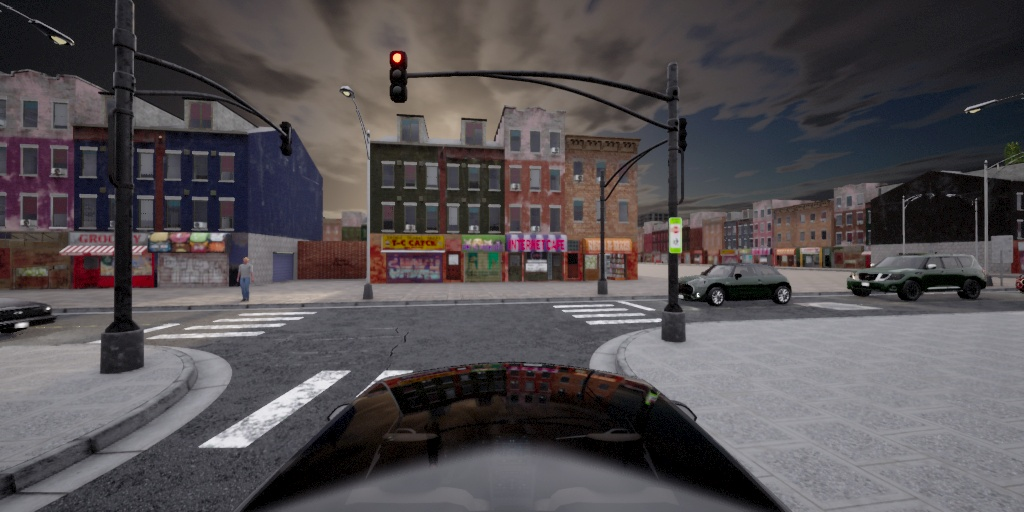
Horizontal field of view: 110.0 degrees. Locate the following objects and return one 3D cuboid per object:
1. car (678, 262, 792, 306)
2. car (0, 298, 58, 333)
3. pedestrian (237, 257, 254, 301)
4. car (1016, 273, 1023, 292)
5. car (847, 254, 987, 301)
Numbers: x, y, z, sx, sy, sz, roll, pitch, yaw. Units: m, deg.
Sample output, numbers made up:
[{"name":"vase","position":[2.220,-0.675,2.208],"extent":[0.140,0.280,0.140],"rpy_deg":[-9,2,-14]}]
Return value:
[{"name":"car","position":[9.177,1.083,15.178],"extent":[4.553,1.767,2.097],"rpy_deg":[0,0,-10]},{"name":"car","position":[-14.748,1.331,8.472],"extent":[5.357,1.411,2.033],"rpy_deg":[0,0,-9]},{"name":"pedestrian","position":[-11.107,0.945,14.977],"extent":[0.375,1.860,0.375],"rpy_deg":[0,0,-9]},{"name":"car","position":[28.626,1.034,18.212],"extent":[4.553,1.767,2.097],"rpy_deg":[0,0,-8]},{"name":"car","position":[18.778,0.927,16.712],"extent":[5.566,2.045,2.150],"rpy_deg":[0,0,-9]}]
